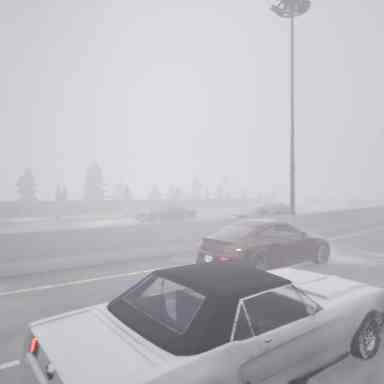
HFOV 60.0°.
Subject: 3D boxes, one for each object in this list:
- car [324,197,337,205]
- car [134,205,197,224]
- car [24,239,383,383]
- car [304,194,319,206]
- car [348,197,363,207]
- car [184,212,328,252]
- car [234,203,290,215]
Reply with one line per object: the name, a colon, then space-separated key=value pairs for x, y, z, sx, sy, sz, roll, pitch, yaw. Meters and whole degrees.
car: x=26.580 y=1.736 z=64.076 sx=1.837 sy=1.490 sz=4.892 roll=0 pitch=0 yaw=15
car: x=-1.940 y=1.616 z=24.884 sx=4.718 sy=1.301 sz=1.895 roll=0 pitch=0 yaw=-42
car: x=0.617 y=1.601 z=4.238 sx=4.718 sy=1.301 sz=1.895 roll=0 pitch=0 yaw=-37
car: x=21.324 y=1.419 z=59.280 sx=2.150 sy=2.045 sz=5.566 roll=0 pitch=0 yaw=21
car: x=27.816 y=1.687 z=56.721 sx=1.837 sy=1.490 sz=4.892 roll=0 pitch=0 yaw=21
car: x=2.229 y=1.528 z=9.896 sx=4.674 sy=1.442 sz=1.812 roll=0 pitch=0 yaw=-38
car: x=4.640 y=1.618 z=21.454 sx=4.718 sy=1.301 sz=1.895 roll=0 pitch=0 yaw=-44
